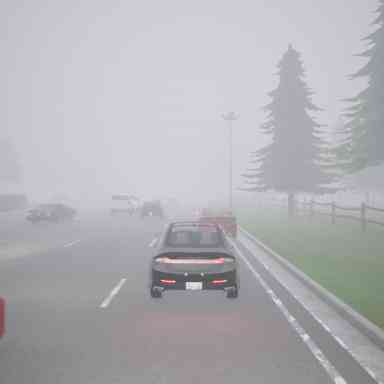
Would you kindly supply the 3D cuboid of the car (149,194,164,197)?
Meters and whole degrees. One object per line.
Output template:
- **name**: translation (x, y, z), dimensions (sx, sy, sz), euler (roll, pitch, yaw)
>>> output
- **car**: translation (-6.850, 1.351, 66.985), dimensions (2.097, 1.767, 4.553), euler (0, 0, 0)

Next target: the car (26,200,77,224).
- **car**: translation (-10.382, 1.547, 25.027), dimensions (2.033, 1.411, 5.357), euler (0, 0, 0)

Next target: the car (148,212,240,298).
- **car**: translation (0.058, 1.492, 8.469), dimensions (2.128, 1.511, 4.902), euler (0, 0, 0)

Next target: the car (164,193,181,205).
- **car**: translation (-3.358, 1.477, 58.441), dimensions (1.882, 1.535, 5.008), euler (0, 0, 0)

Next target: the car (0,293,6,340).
- **car**: translation (-3.398, 1.221, 1.789), dimensions (2.150, 2.045, 5.566), euler (0, 0, 0)

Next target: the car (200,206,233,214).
- **car**: translation (1.238, 1.478, 17.810), dimensions (1.882, 1.535, 5.008), euler (0, 0, 0)

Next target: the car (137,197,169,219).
- **car**: translation (-3.379, 1.505, 29.519), dimensions (1.837, 1.490, 4.892), euler (0, 0, 0)

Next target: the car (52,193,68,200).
- **car**: translation (-26.762, 1.224, 67.395), dimensions (2.150, 2.045, 5.566), euler (0, 0, -35)

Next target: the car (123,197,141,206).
- **car**: translation (-10.358, 1.547, 57.863), dimensions (2.033, 1.411, 5.357), euler (0, 0, 0)

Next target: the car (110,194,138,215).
- **car**: translation (-6.873, 1.221, 34.363), dimensions (2.150, 2.045, 5.566), euler (0, 0, 0)
